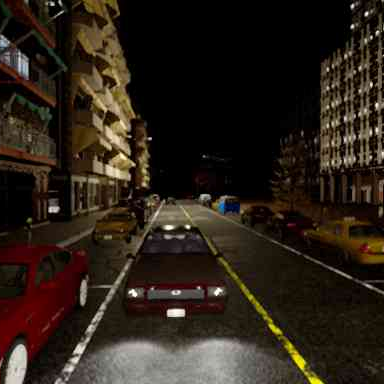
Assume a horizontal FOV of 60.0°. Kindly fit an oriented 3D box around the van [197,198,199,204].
[{"bbox_3d":[2.156,1.313,55.173,1.690,1.788,3.998,0,0,-4],"label":"van"}]

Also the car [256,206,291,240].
[{"bbox_3d":[4.794,1.567,16.576,1.802,1.307,4.206,0,0,-4],"label":"car"}]

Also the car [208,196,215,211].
[{"bbox_3d":[3.276,1.498,38.800,1.752,1.417,4.829,0,0,-4],"label":"car"}]

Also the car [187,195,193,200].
[{"bbox_3d":[-0.478,1.535,93.769,1.887,1.381,4.507,0,0,-4],"label":"car"}]

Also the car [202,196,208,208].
[{"bbox_3d":[2.911,1.537,44.145,1.947,1.339,4.313,0,0,-4],"label":"car"}]

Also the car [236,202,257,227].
[{"bbox_3d":[4.417,1.563,22.089,1.802,1.307,4.206,0,0,-4],"label":"car"}]

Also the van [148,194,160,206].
[{"bbox_3d":[-6.204,1.313,54.602,1.690,1.788,3.998,0,0,-4],"label":"van"}]

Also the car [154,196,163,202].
[{"bbox_3d":[-7.709,1.544,76.656,1.947,1.339,4.313,0,0,-4],"label":"car"}]

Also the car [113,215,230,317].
[{"bbox_3d":[-0.412,1.540,7.967,2.033,1.411,5.357,0,0,-3],"label":"car"}]

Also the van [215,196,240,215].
[{"bbox_3d":[3.663,1.316,33.117,1.690,1.788,3.998,0,0,-4],"label":"van"}]

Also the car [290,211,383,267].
[{"bbox_3d":[5.159,1.515,11.231,1.752,1.417,4.829,0,0,-4],"label":"car"}]

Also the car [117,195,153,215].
[{"bbox_3d":[-3.945,1.296,21.518,2.192,1.841,5.009,0,0,-4],"label":"car"}]

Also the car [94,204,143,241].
[{"bbox_3d":[-3.555,1.510,15.836,1.752,1.417,4.829,0,0,-4],"label":"car"}]

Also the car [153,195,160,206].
[{"bbox_3d":[-5.073,1.412,38.059,1.967,1.590,4.097,0,0,-4],"label":"car"}]

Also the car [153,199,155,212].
[{"bbox_3d":[-4.319,1.527,27.033,2.008,1.369,4.403,0,0,-4],"label":"car"}]

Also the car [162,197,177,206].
[{"bbox_3d":[-3.454,1.519,53.928,2.033,1.411,5.357,0,0,-4],"label":"car"}]

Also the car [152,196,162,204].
[{"bbox_3d":[-6.956,1.556,65.628,1.802,1.307,4.206,0,0,-4],"label":"car"}]

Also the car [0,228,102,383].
[{"bbox_3d":[-2.814,1.539,4.978,1.887,1.381,4.507,0,0,-4],"label":"car"}]

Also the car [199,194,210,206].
[{"bbox_3d":[2.534,1.411,49.658,1.967,1.590,4.097,0,0,-4],"label":"car"}]

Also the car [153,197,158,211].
[{"bbox_3d":[-4.696,1.525,32.547,2.008,1.369,4.403,0,0,-4],"label":"car"}]

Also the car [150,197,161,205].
[{"bbox_3d":[-6.579,1.554,60.115,1.802,1.307,4.206,0,0,-4],"label":"car"}]
